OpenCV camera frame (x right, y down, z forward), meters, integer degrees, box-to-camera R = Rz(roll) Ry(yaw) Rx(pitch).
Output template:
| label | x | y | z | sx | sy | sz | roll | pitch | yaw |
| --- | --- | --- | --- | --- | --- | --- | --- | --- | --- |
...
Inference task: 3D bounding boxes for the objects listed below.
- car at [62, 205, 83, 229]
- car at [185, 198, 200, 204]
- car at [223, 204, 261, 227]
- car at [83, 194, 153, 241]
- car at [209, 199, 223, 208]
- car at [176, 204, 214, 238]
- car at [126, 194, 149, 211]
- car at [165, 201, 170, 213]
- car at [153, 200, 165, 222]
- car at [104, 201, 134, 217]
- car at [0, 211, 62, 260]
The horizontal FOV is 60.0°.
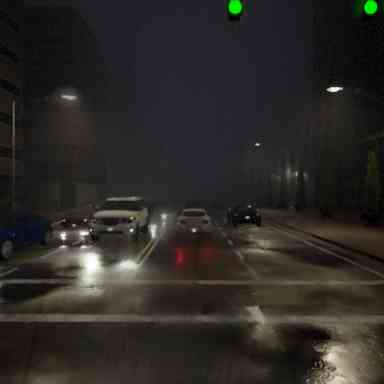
| label | x | y | z | sx | sy | sz | roll | pitch | yaw |
| --- | --- | --- | --- | --- | --- | --- | --- | --- | --- |
| car | -7.089 | 1.608 | 22.650 | 2.033 | 1.411 | 5.357 | 0 | 0 | 0 |
| car | 0.095 | 1.565 | 46.892 | 1.882 | 1.535 | 5.008 | 0 | 0 | 0 |
| car | 3.597 | 1.631 | 23.625 | 1.994 | 1.385 | 4.181 | 0 | 0 | 0 |
| car | -3.589 | 1.279 | 17.371 | 2.150 | 2.045 | 5.566 | 0 | 0 | 0 |
| car | 3.531 | 1.655 | 48.778 | 1.994 | 1.385 | 4.181 | 0 | 0 | 1 |
| car | 0.097 | 1.585 | 18.044 | 1.812 | 1.442 | 4.674 | 0 | 0 | 0 |
| car | -7.006 | 1.302 | 43.296 | 2.150 | 2.045 | 5.566 | 0 | 0 | 0 |
| car | -3.505 | 1.640 | 37.211 | 1.994 | 1.385 | 4.181 | 0 | 0 | 0 |
| car | -3.574 | 1.545 | 27.374 | 1.882 | 1.535 | 5.008 | 0 | 0 | 0 |
| car | -7.039 | 1.634 | 32.605 | 1.994 | 1.385 | 4.181 | 0 | 0 | 1 |
| car | -7.124 | 1.529 | 12.885 | 1.882 | 1.535 | 5.008 | 0 | 0 | 1 |
